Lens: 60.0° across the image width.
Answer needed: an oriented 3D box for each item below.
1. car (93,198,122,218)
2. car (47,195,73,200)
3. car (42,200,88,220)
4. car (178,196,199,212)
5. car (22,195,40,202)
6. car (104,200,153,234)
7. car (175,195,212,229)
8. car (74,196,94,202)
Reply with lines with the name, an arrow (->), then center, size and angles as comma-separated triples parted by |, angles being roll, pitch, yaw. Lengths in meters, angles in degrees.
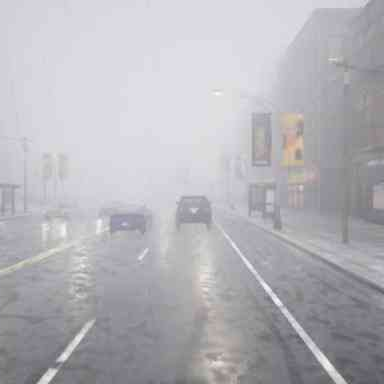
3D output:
car -> -7.186, 1.463, 30.487 | 1.882, 1.535, 5.008 | 0, 0, -1
car -> -26.601, 1.359, 65.914 | 5.008, 1.535, 1.882 | 0, 0, 30
car -> -10.600, 1.588, 27.666 | 1.895, 1.301, 4.718 | 0, 0, 0
car -> -0.497, 1.331, 39.456 | 2.097, 1.767, 4.553 | 0, 0, -7
car -> -30.783, 1.329, 64.137 | 5.008, 1.535, 1.882 | 0, 0, 27
car -> -3.396, 1.468, 19.321 | 1.882, 1.535, 5.008 | 0, 0, 0
car -> 0.104, 1.210, 21.659 | 2.150, 2.045, 5.566 | 0, 0, 0
car -> -23.937, 1.559, 76.012 | 4.718, 1.301, 1.895 | 0, 0, 30
